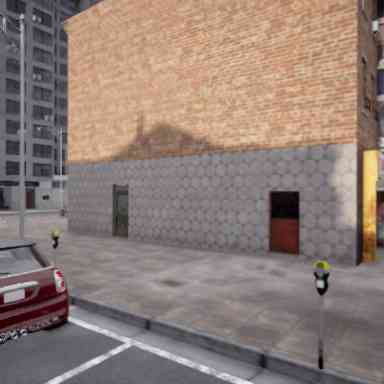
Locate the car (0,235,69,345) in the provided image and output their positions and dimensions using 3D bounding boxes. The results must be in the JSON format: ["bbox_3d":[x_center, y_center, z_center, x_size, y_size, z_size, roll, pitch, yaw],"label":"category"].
[{"bbox_3d":[-3.984,1.437,5.651,4.097,1.590,1.967,0,0,36],"label":"car"}]
